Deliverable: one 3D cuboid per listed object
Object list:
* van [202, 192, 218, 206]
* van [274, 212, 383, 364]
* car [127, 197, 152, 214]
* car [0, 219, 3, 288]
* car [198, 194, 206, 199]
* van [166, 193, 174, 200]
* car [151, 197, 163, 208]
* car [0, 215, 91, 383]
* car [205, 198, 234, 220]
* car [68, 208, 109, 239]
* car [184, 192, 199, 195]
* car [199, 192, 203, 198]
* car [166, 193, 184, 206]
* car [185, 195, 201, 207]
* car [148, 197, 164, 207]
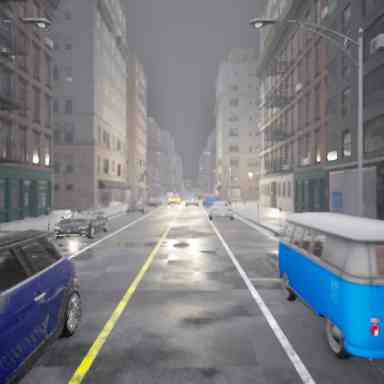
[{"bbox_3d":[2.632,1.194,44.255,1.690,1.788,3.998,0,0,0],"label":"van"},{"bbox_3d":[2.637,1.321,5.678,1.690,1.788,3.998,0,0,0],"label":"van"},{"bbox_3d":[-5.392,1.472,33.233,1.802,1.307,4.206,0,0,0],"label":"car"},{"bbox_3d":[-5.388,1.420,5.678,1.967,1.590,4.097,0,0,0],"label":"car"},{"bbox_3d":[2.687,1.233,92.544,2.008,1.369,4.403,0,0,0],"label":"car"},{"bbox_3d":[-5.419,1.061,81.728,1.690,1.788,3.998,0,0,0],"label":"van"},{"bbox_3d":[-5.393,1.397,44.255,1.887,1.381,4.507,0,0,0],"label":"car"},{"bbox_3d":[-2.847,1.339,3.524,2.097,1.767,4.553,0,0,0],"label":"car"},{"bbox_3d":[2.224,1.437,26.583,1.812,1.442,4.674,0,0,0],"label":"car"},{"bbox_3d":[-5.389,1.494,16.700,2.008,1.369,4.403,0,0,0],"label":"car"},{"bbox_3d":[-0.009,1.286,60.121,2.128,1.511,4.902,0,0,0],"label":"car"},{"bbox_3d":[2.631,1.149,49.766,2.192,1.841,5.009,0,0,0],"label":"car"},{"bbox_3d":[-2.769,1.302,52.441,1.882,1.535,5.008,0,0,0],"label":"car"},{"bbox_3d":[0.015,1.444,47.178,1.895,1.301,4.718,0,0,1],"label":"car"},{"bbox_3d":[-5.394,1.399,49.766,1.947,1.339,4.313,0,0,0],"label":"car"}]
